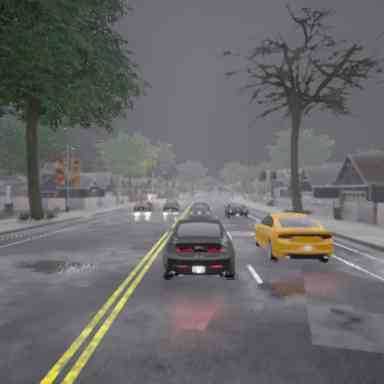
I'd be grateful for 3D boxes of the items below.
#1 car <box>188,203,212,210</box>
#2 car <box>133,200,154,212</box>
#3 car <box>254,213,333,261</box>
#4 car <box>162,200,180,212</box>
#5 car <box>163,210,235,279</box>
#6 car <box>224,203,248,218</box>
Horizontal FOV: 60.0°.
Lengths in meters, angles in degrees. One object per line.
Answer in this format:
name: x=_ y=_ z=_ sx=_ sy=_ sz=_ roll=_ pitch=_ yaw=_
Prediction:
car: x=0.662 y=1.620 z=27.587 sx=2.033 sy=1.411 sz=5.357 roll=0 pitch=0 yaw=2
car: x=-5.705 y=1.657 z=39.673 sx=1.994 sy=1.385 sz=4.181 roll=0 pitch=0 yaw=2
car: x=3.534 y=1.516 z=12.424 sx=1.882 sy=1.535 sz=5.008 roll=0 pitch=0 yaw=2
car: x=-2.443 y=1.642 z=40.161 sx=2.033 sy=1.411 sz=5.357 roll=0 pitch=0 yaw=2
car: x=0.221 y=1.537 z=10.134 sx=1.837 sy=1.490 sz=4.892 roll=0 pitch=0 yaw=1
car: x=4.008 y=1.681 z=30.929 sx=1.895 sy=1.301 sz=4.718 roll=0 pitch=0 yaw=2
